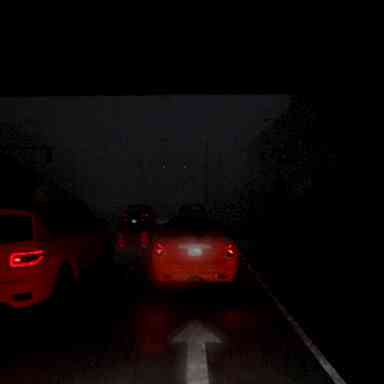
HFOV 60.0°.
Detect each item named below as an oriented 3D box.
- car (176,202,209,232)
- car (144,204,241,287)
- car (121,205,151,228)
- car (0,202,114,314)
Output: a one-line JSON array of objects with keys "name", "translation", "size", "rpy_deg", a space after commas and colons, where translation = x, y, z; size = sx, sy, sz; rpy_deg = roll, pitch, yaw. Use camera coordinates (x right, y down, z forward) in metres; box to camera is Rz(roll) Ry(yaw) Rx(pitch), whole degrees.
[{"name": "car", "translation": [0.031, 1.506, 21.534], "size": [1.882, 1.535, 5.008], "rpy_deg": [0, 0, 0]}, {"name": "car", "translation": [0.070, 1.364, 9.498], "size": [2.097, 1.767, 4.553], "rpy_deg": [0, 0, 0]}, {"name": "car", "translation": [-3.474, 1.555, 22.097], "size": [1.812, 1.442, 4.674], "rpy_deg": [0, 0, 0]}, {"name": "car", "translation": [-3.419, 1.231, 7.733], "size": [2.150, 2.045, 5.566], "rpy_deg": [0, 0, 0]}]
